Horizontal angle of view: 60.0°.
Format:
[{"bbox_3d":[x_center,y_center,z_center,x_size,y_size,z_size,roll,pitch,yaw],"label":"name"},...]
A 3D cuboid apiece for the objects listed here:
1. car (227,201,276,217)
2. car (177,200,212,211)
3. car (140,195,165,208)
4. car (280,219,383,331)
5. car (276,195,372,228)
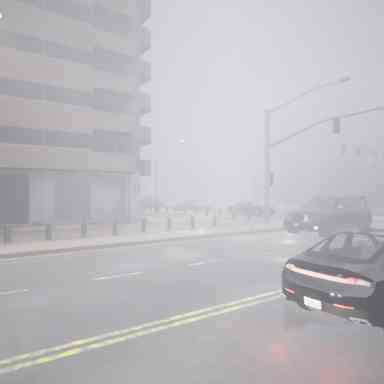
[{"bbox_3d":[5.482,1.544,30.748,1.895,1.301,4.718,0,0,-35],"label":"car"},{"bbox_3d":[0.228,1.544,38.210,1.895,1.301,4.718,0,0,-35],"label":"car"},{"bbox_3d":[-5.603,1.294,46.670,2.097,1.767,4.553,0,0,-34],"label":"car"},{"bbox_3d":[3.848,1.491,6.486,4.902,1.511,2.128,0,0,-35],"label":"car"},{"bbox_3d":[7.339,1.213,17.696,5.566,2.045,2.150,-1,0,-35],"label":"car"}]
